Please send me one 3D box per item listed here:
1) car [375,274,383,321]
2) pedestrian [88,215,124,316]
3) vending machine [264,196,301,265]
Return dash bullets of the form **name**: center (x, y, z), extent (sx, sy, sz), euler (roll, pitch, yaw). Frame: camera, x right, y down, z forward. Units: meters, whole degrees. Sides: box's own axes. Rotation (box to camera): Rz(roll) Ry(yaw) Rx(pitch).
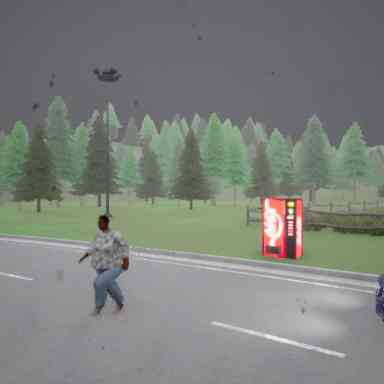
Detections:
- **car**: center (5.109, 1.526, 4.437), extent (4.674, 1.442, 1.812), euler (0, 0, 36)
- **pedestrian**: center (-1.526, 1.294, 5.926), extent (0.375, 1.860, 0.375), euler (0, 0, 33)
- **vending machine**: center (2.982, 1.195, 10.958), extent (0.880, 2.100, 1.100), euler (0, 0, 33)
